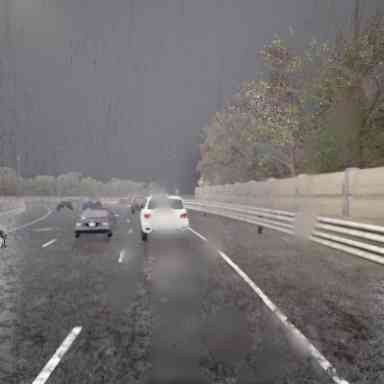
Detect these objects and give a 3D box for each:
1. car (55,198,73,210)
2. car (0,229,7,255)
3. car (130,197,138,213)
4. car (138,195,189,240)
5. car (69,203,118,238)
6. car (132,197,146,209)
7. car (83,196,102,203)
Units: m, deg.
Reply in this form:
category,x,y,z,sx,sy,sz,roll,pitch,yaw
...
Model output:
category,x,y,z,sx,sy,sz,roll,pitch,yaw
car,-17.082,1.573,44.425,1.837,1.490,4.892,0,1,-25
car,-7.647,1.543,10.463,1.837,1.490,4.892,0,0,-5
car,-5.663,1.352,36.667,2.097,1.767,4.553,0,0,-12
car,-1.534,1.214,17.104,2.150,2.045,5.566,0,0,-9
car,-5.093,1.562,17.982,2.033,1.411,5.357,0,0,-10
car,-7.514,1.480,47.523,1.882,1.535,5.008,0,0,-8
car,-13.568,1.394,45.180,2.097,1.767,4.553,0,0,-24
